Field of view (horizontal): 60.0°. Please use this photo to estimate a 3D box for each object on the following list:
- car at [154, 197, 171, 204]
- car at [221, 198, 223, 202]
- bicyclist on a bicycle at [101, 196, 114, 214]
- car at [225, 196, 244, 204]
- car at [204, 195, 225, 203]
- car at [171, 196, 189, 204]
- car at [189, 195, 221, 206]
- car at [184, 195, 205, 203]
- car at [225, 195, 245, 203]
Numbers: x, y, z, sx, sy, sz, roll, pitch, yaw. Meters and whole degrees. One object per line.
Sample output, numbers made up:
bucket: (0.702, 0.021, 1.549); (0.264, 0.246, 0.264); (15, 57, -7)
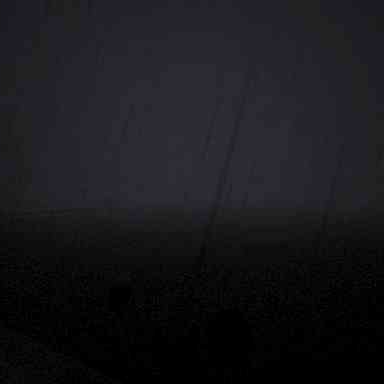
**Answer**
car: (-5.036, 1.564, 61.624); (1.994, 1.385, 4.181); (0, 0, 35)
car: (3.156, 1.478, 61.124); (1.882, 1.535, 5.008); (0, 0, 35)
bicyclist on a bicycle: (-7.978, 1.156, 31.704); (1.656, 1.620, 0.582); (33, 17, 27)
car: (8.057, 1.601, 62.204); (1.895, 1.301, 4.718); (0, 0, 35)
car: (4.739, 1.477, 69.501); (1.882, 1.535, 5.008); (0, 0, 35)
car: (-1.189, 1.478, 61.020); (1.882, 1.535, 5.008); (0, 0, 35)
car: (2.089, 1.478, 53.589); (1.882, 1.535, 5.008); (0, 0, 35)
car: (0.646, 1.477, 69.755); (1.882, 1.535, 5.008); (0, 0, 35)
car: (8.939, 1.490, 69.399); (2.128, 1.511, 4.902); (0, 0, 35)
